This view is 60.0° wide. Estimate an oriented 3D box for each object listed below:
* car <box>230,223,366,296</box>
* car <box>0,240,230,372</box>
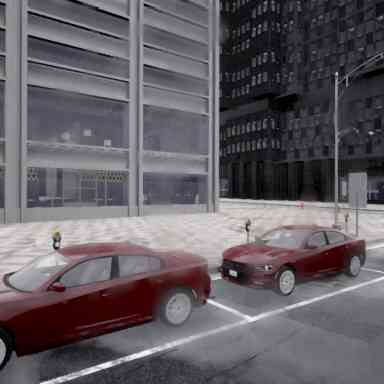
[{"bbox_3d":[2.736,1.545,8.635,4.507,1.381,1.887,0,0,-36],"label":"car"},{"bbox_3d":[-1.755,1.545,5.416,4.507,1.381,1.887,0,0,-36],"label":"car"}]
